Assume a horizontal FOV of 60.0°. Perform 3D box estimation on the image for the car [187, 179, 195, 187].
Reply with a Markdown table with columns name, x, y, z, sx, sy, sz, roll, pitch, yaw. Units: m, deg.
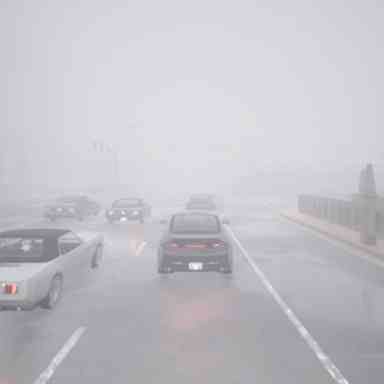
| name | x | y | z | sx | sy | sz | roll | pitch | yaw |
| --- | --- | --- | --- | --- | --- | --- | --- | --- | --- |
| car | -0.207 | -2.010 | 85.923 | 2.128 | 1.511 | 4.902 | 0 | 2 | 0 |

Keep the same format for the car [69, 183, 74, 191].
| name | x | y | z | sx | sy | sz | roll | pitch | yaw |
| --- | --- | --- | --- | --- | --- | --- | --- | --- | --- |
| car | -21.165 | -0.891 | 60.239 | 1.812 | 1.442 | 4.674 | 0 | 2 | 0 |

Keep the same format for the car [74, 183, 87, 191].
| name | x | y | z | sx | sy | sz | roll | pitch | yaw |
| --- | --- | --- | --- | --- | --- | --- | --- | --- | --- |
| car | -17.695 | -0.772 | 56.738 | 2.128 | 1.511 | 4.902 | 0 | 2 | 0 |

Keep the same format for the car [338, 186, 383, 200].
| name | x | y | z | sx | sy | sz | roll | pitch | yaw |
| --- | --- | --- | --- | --- | --- | --- | --- | --- | --- |
| car | 18.550 | 0.164 | 34.934 | 5.008 | 1.535 | 1.882 | 0 | 2 | 2 |

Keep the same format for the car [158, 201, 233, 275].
| name | x | y | z | sx | sy | sz | roll | pitch | yaw |
| --- | --- | --- | --- | --- | --- | --- | --- | --- | --- |
| car | 0.078 | 1.279 | 9.761 | 1.837 | 1.490 | 4.892 | 0 | 3 | 0 |

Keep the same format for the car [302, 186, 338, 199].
| name | x | y | z | sx | sy | sz | roll | pitch | yaw |
| --- | --- | --- | --- | --- | --- | --- | --- | --- | --- |
| car | 15.115 | 0.054 | 38.553 | 4.674 | 1.442 | 1.812 | 0 | 2 | 2 |

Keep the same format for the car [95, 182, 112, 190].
| name | x | y | z | sx | sy | sz | roll | pitch | yaw |
| --- | --- | --- | --- | --- | --- | --- | --- | --- | --- |
| car | -17.659 | -1.184 | 66.527 | 2.128 | 1.511 | 4.902 | 0 | 2 | 0 |

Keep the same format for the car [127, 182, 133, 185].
| name | x | y | z | sx | sy | sz | roll | pitch | yaw |
| --- | --- | --- | --- | --- | --- | --- | --- | --- | --- |
| car | -14.176 | -1.490 | 73.412 | 1.837 | 1.490 | 4.892 | 0 | 2 | 0 |

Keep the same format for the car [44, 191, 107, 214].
| name | x | y | z | sx | sy | sz | roll | pitch | yaw |
| --- | --- | --- | --- | --- | --- | --- | --- | --- | --- |
| car | -6.946 | 0.888 | 19.898 | 2.033 | 1.411 | 5.357 | 0 | 2 | 0 |

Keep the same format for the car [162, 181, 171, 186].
| name | x | y | z | sx | sy | sz | roll | pitch | yaw |
| --- | --- | --- | --- | --- | --- | --- | --- | --- | --- |
| car | -7.226 | -2.464 | 93.796 | 2.128 | 1.511 | 4.902 | 0 | 2 | 0 |

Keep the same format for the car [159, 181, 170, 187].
| name | x | y | z | sx | sy | sz | roll | pitch | yaw |
| --- | --- | --- | --- | --- | --- | --- | --- | --- | --- |
| car | -7.204 | -1.959 | 84.639 | 1.812 | 1.442 | 4.674 | 0 | 2 | 0 |

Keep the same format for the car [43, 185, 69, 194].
| name | x | y | z | sx | sy | sz | roll | pitch | yaw |
| --- | --- | --- | --- | --- | --- | --- | --- | --- | --- |
| car | -21.203 | -0.426 | 51.305 | 1.895 | 1.301 | 4.718 | 0 | 2 | 0 |

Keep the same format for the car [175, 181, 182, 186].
| name | x | y | z | sx | sy | sz | roll | pitch | yaw |
| --- | --- | --- | --- | --- | --- | --- | --- | --- | --- |
| car | -3.726 | -2.396 | 93.838 | 1.895 | 1.301 | 4.718 | 0 | 2 | 0 |

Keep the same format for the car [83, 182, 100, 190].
| name | x | y | z | sx | sy | sz | roll | pitch | yaw |
| --- | --- | --- | --- | --- | --- | --- | --- | --- | --- |
| car | -21.169 | -1.341 | 70.575 | 2.128 | 1.511 | 4.902 | 0 | 2 | 0 |

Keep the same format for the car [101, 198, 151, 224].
| name | x | y | z | sx | sy | sz | roll | pitch | yaw |
| --- | --- | --- | --- | --- | --- | --- | --- | --- | --- |
| car | -3.442 | 0.984 | 18.937 | 1.895 | 1.301 | 4.718 | 0 | 2 | 0 |

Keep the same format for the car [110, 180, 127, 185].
| name | x | y | z | sx | sy | sz | roll | pitch | yaw |
| --- | --- | --- | --- | --- | --- | --- | --- | --- | --- |
| car | -14.174 | -1.243 | 61.350 | 2.150 | 2.045 | 5.566 | 0 | 2 | 0 |

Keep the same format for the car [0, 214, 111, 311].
| name | x | y | z | sx | sy | sz | roll | pitch | yaw |
| --- | --- | --- | --- | --- | --- | --- | --- | --- | --- |
| car | -3.418 | 1.463 | 7.462 | 1.895 | 1.301 | 4.718 | 0 | 2 | 0 |

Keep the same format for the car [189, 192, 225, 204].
| name | x | y | z | sx | sy | sz | roll | pitch | yaw |
| --- | --- | --- | --- | --- | --- | --- | --- | --- | --- |
| car | 0.920 | 0.783 | 21.373 | 1.837 | 1.490 | 4.892 | 0 | 3 | 14 |

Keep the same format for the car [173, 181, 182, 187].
| name | x | y | z | sx | sy | sz | roll | pitch | yaw |
| --- | --- | --- | --- | --- | --- | --- | --- | --- | --- |
| car | -3.704 | -1.959 | 84.648 | 1.812 | 1.442 | 4.674 | 0 | 2 | 0 |

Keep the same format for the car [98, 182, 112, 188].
| name | x | y | z | sx | sy | sz | roll | pitch | yaw |
| --- | --- | --- | --- | --- | --- | --- | --- | --- | --- |
| car | -21.195 | -1.781 | 80.962 | 2.033 | 1.411 | 5.357 | 0 | 2 | 0 |

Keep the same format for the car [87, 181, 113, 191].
| name | x | y | z | sx | sy | sz | roll | pitch | yaw |
| --- | --- | --- | --- | --- | --- | --- | --- | --- | --- |
| car | -14.171 | -0.555 | 51.433 | 1.882 | 1.535 | 5.008 | 0 | 2 | -1 |
